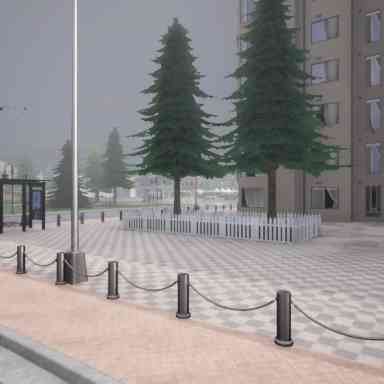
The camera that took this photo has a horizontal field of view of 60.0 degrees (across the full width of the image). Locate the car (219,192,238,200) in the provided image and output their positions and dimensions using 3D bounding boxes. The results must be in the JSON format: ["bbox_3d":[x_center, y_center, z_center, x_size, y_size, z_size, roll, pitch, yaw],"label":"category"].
[{"bbox_3d":[9.547,1.374,84.715,3.633,1.501,1.845,0,0,35],"label":"car"}]

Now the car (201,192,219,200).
[{"bbox_3d":[5.185,1.384,91.418,3.806,1.475,1.970,0,0,35],"label":"car"}]
